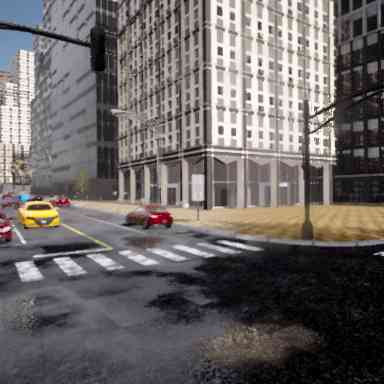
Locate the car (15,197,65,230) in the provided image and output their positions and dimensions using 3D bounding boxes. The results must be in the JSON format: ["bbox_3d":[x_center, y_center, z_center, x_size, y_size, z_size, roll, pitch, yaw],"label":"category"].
[{"bbox_3d":[-9.448,1.346,20.421,1.882,1.535,5.008,-1,1,-31],"label":"car"}]

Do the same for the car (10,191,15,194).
[{"bbox_3d":[-36.384,1.029,70.036,1.887,1.381,4.507,0,0,-37],"label":"car"}]

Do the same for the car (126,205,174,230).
[{"bbox_3d":[-2.546,1.428,19.805,1.802,1.307,4.206,0,0,-31],"label":"car"}]

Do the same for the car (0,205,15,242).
[{"bbox_3d":[-9.228,1.501,15.203,1.802,1.307,4.206,0,0,-31],"label":"car"}]

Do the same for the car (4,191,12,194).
[{"bbox_3d":[-43.098,0.736,78.825,2.192,1.841,5.009,0,0,-37],"label":"car"}]

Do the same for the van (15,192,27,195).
[{"bbox_3d":[-33.063,0.857,65.617,1.690,1.788,3.998,0,0,-37],"label":"van"}]

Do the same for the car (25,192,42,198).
[{"bbox_3d":[-26.587,1.146,56.684,1.947,1.339,4.313,0,0,-35],"label":"car"}]

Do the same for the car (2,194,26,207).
[{"bbox_3d":[-21.408,1.293,39.500,1.994,1.385,4.181,-1,1,-33],"label":"car"}]

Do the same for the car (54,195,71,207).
[{"bbox_3d":[-17.127,1.118,43.106,1.967,1.590,4.097,0,0,-34],"label":"car"}]
